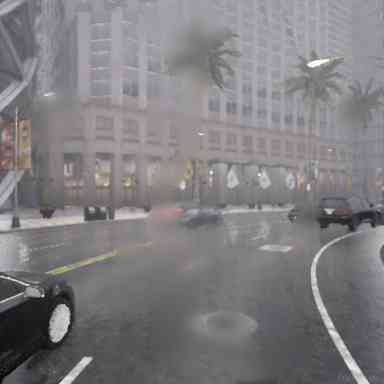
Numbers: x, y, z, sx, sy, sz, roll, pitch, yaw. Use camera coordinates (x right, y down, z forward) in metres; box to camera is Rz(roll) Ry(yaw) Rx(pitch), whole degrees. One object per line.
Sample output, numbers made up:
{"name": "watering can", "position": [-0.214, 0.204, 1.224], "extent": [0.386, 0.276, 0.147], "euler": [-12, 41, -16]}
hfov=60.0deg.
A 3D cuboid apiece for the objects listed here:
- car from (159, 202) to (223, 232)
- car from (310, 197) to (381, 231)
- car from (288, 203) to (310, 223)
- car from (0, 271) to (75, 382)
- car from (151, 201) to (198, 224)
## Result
{"name": "car", "position": [0.278, 1.631, 21.411], "extent": [1.812, 1.442, 4.674], "euler": [0, -1, 37]}
{"name": "car", "position": [10.338, 1.337, 21.855], "extent": [5.566, 2.045, 2.150], "euler": [0, 0, -41]}
{"name": "car", "position": [9.286, 1.636, 25.363], "extent": [4.892, 1.490, 1.837], "euler": [0, 0, -40]}
{"name": "car", "position": [-2.967, 1.522, 3.472], "extent": [1.837, 1.490, 4.892], "euler": [0, 0, 6]}
{"name": "car", "position": [-0.998, 1.475, 25.344], "extent": [2.097, 1.767, 4.553], "euler": [0, 0, 41]}
